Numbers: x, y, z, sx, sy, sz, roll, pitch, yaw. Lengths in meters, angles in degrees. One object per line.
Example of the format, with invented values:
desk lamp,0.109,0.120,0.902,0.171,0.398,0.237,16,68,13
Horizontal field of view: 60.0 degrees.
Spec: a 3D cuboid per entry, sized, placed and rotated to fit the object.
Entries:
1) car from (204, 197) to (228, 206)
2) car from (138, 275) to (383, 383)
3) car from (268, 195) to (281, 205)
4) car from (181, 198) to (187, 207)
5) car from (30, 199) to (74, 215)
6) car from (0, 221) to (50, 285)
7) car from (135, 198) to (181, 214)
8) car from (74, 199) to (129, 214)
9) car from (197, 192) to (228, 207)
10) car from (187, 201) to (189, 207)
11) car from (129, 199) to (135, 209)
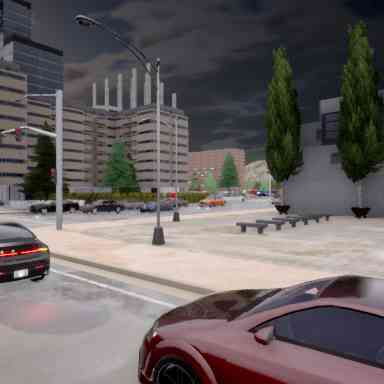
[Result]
car,4.072,1.564,56.426,1.994,1.385,4.181,0,0,41
car,1.446,1.564,3.208,4.181,1.385,1.994,0,0,37
car,15.928,1.601,59.343,1.895,1.301,4.718,0,0,40
car,-3.365,1.491,42.281,2.128,1.511,4.902,0,0,40
car,-14.302,1.478,34.783,1.882,1.535,5.008,0,0,40
car,-5.535,1.505,8.714,4.892,1.490,1.837,0,0,40
car,-3.633,1.564,36.240,1.994,1.385,4.181,0,0,40
car,-9.446,1.505,35.102,1.837,1.490,4.892,0,0,40
car,3.035,1.352,49.817,2.097,1.767,4.553,0,0,40
car,-2.402,1.564,48.825,1.994,1.385,4.181,0,0,41
car,-8.268,1.601,41.909,1.895,1.301,4.718,0,0,40
